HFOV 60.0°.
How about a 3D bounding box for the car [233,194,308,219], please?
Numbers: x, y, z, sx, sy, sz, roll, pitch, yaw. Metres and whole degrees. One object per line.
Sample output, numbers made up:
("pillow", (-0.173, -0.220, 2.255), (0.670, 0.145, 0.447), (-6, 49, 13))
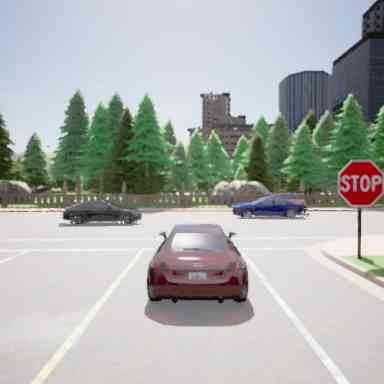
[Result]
("car", (5.476, 1.104, 24.318), (5.008, 1.535, 1.882), (0, 1, -2))

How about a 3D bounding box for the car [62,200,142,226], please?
("car", (-5.421, 1.221, 20.225), (4.674, 1.442, 1.812), (0, 1, -2))

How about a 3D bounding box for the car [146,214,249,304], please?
("car", (0.129, 1.428, 7.927), (1.994, 1.385, 4.181), (0, 1, 1))
